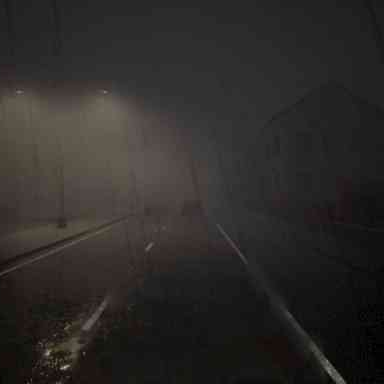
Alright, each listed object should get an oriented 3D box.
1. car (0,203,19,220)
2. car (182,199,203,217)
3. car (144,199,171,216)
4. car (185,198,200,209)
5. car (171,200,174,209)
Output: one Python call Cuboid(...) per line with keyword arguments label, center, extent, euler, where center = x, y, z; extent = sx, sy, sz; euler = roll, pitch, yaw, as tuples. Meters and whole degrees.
Cuboid(label="car", center=(-15.080, 1.565, 25.544), extent=(1.812, 1.442, 4.674), euler=(0, 0, 0))
Cuboid(label="car", center=(0.009, 1.527, 32.337), extent=(1.882, 1.535, 5.008), euler=(0, 0, 0))
Cuboid(label="car", center=(-3.490, 1.540, 32.439), extent=(2.128, 1.511, 4.902), euler=(0, 0, 0))
Cuboid(label="car", center=(0.051, 1.635, 46.732), extent=(1.994, 1.385, 4.181), euler=(0, 0, 1))
Cuboid(label="car", center=(-3.461, 1.670, 45.845), extent=(1.895, 1.301, 4.718), euler=(0, 0, 1))
